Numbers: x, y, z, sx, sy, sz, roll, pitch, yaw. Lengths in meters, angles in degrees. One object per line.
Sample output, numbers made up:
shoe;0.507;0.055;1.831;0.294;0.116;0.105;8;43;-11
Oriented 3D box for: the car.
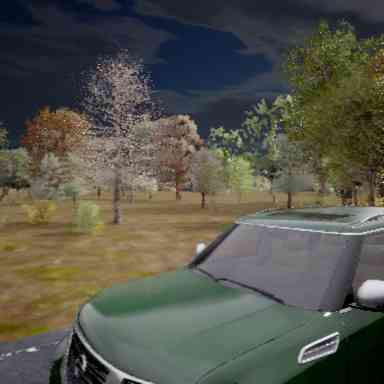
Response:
car;1.419;1.223;3.830;5.566;2.045;2.150;0;0;-34
